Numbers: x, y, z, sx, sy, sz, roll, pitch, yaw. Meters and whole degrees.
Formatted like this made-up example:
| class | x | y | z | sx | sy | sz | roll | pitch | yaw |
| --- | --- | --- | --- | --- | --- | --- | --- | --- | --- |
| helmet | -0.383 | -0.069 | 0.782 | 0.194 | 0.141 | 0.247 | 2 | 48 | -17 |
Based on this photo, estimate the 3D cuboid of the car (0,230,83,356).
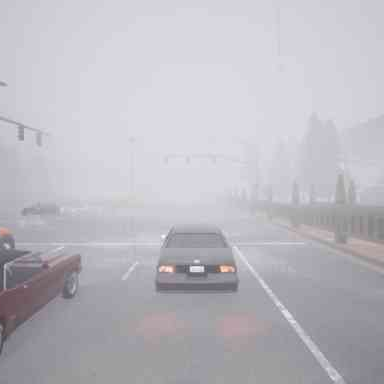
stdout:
| class | x | y | z | sx | sy | sz | roll | pitch | yaw |
| --- | --- | --- | --- | --- | --- | --- | --- | --- | --- |
| car | -3.405 | 1.601 | 5.519 | 1.895 | 1.301 | 4.718 | 0 | 0 | 0 |

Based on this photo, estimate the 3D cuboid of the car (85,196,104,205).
| class | x | y | z | sx | sy | sz | roll | pitch | yaw |
| --- | --- | --- | --- | --- | --- | --- | --- | --- | --- |
| car | -17.617 | 1.478 | 60.485 | 1.882 | 1.535 | 5.008 | 0 | 0 | 0 |

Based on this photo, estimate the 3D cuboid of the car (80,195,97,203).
| class | x | y | z | sx | sy | sz | roll | pitch | yaw |
| --- | --- | --- | --- | --- | --- | --- | --- | --- | --- |
| car | -21.065 | 1.478 | 68.025 | 1.882 | 1.535 | 5.008 | 0 | 0 | 0 |

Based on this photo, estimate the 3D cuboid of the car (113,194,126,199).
| class | x | y | z | sx | sy | sz | roll | pitch | yaw |
| --- | --- | --- | --- | --- | --- | --- | --- | --- | --- |
| car | -14.066 | 1.600 | 66.653 | 1.895 | 1.301 | 4.718 | 0 | 0 | 0 |

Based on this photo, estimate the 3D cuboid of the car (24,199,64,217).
| class | x | y | z | sx | sy | sz | roll | pitch | yaw |
| --- | --- | --- | --- | --- | --- | --- | --- | --- | --- |
| car | -14.131 | 1.601 | 31.176 | 1.895 | 1.301 | 4.718 | 0 | 0 | 0 |

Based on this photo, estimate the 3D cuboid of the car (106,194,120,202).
| class | x | y | z | sx | sy | sz | roll | pitch | yaw |
| --- | --- | --- | --- | --- | --- | --- | --- | --- | --- |
| car | -17.571 | 1.355 | 73.930 | 2.097 | 1.767 | 4.553 | 0 | 0 | 0 |

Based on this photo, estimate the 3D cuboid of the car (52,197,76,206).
| class | x | y | z | sx | sy | sz | roll | pitch | yaw |
| --- | --- | --- | --- | --- | --- | --- | --- | --- | --- |
| car | -21.137 | 1.547 | 55.179 | 2.033 | 1.411 | 5.357 | 0 | 0 | 0 |

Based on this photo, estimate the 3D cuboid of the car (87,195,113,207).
| class | x | y | z | sx | sy | sz | roll | pitch | yaw |
| --- | --- | --- | --- | --- | --- | --- | --- | --- | --- |
| car | -14.143 | 1.547 | 50.762 | 2.033 | 1.411 | 5.357 | 0 | 0 | 0 |

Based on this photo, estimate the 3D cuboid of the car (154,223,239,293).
| class | x | y | z | sx | sy | sz | roll | pitch | yaw |
| --- | --- | --- | --- | --- | --- | --- | --- | --- | --- |
| car | 0.091 | 1.547 | 8.974 | 2.033 | 1.411 | 5.357 | 0 | 0 | 0 |

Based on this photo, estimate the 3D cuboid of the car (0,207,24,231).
| class | x | y | z | sx | sy | sz | roll | pitch | yaw |
| --- | --- | --- | --- | --- | --- | --- | --- | --- | --- |
| car | -6.909 | 1.352 | 9.183 | 2.097 | 1.767 | 4.553 | 0 | 0 | 0 |

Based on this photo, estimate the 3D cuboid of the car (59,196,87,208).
| class | x | y | z | sx | sy | sz | roll | pitch | yaw |
| --- | --- | --- | --- | --- | --- | --- | --- | --- | --- |
| car | -17.627 | 1.526 | 49.430 | 1.812 | 1.442 | 4.674 | 0 | 0 | 0 |
